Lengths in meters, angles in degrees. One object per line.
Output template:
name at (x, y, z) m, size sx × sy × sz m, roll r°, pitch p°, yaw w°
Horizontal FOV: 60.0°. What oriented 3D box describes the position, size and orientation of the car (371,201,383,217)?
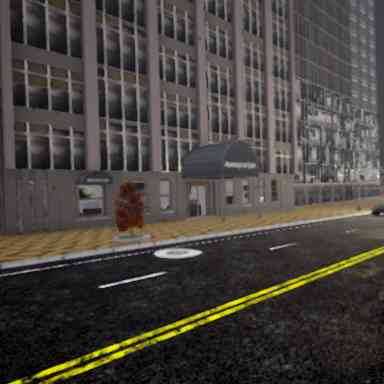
car at (17.421, 1.378, 28.946) m, size 5.357 × 1.411 × 2.033 m, roll -1°, pitch 0°, yaw -43°
